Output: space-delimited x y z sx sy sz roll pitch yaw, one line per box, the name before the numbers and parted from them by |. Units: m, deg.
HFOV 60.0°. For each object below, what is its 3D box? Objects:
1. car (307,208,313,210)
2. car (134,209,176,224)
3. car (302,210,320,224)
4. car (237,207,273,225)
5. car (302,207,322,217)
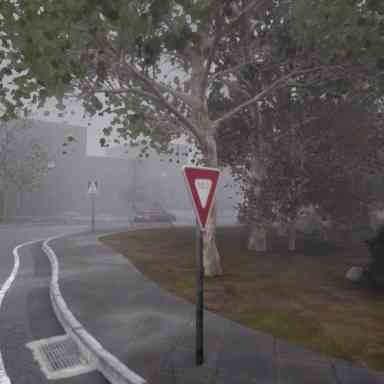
car | 22.199 4.024 59.002 2.150 2.045 5.566 0 -2 43
car | -3.388 2.257 30.978 1.994 1.385 4.181 0 -4 39
car | 17.063 3.872 48.836 1.882 1.535 5.008 0 -2 43
car | 7.494 2.780 38.522 2.150 2.045 5.566 0 -4 43
car | 27.858 4.664 77.226 2.435 2.045 5.566 0 -2 43
